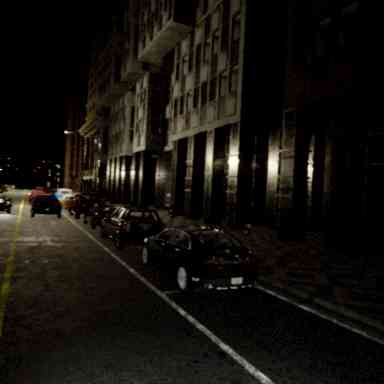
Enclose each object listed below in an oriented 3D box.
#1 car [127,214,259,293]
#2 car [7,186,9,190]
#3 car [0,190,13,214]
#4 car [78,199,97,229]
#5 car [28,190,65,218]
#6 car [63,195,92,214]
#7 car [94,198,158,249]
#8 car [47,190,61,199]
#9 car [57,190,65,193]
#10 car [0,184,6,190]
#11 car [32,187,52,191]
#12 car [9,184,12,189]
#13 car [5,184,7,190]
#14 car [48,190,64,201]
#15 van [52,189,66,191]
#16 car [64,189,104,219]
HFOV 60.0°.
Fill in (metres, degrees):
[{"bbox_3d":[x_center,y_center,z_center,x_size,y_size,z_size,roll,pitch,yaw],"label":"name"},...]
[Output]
[{"bbox_3d":[-0.030,1.546,8.820,2.008,1.369,4.403,3,0,-26],"label":"car"},{"bbox_3d":[-37.565,-0.449,65.182,1.887,1.381,4.507,3,0,-26],"label":"car"},{"bbox_3d":[-14.256,0.801,24.351,1.994,1.385,4.181,3,0,-26],"label":"car"},{"bbox_3d":[-5.019,1.311,18.849,1.802,1.307,4.206,3,0,-26],"label":"car"},{"bbox_3d":[-10.391,0.920,23.630,1.882,1.535,5.008,3,0,-26],"label":"car"},{"bbox_3d":[-10.006,1.046,28.879,1.802,1.307,4.206,3,0,-26],"label":"car"},{"bbox_3d":[-2.518,1.302,13.835,1.967,1.590,4.097,3,0,-26],"label":"car"},{"bbox_3d":[-22.474,0.388,53.953,1.802,1.307,4.206,3,0,-26],"label":"car"},{"bbox_3d":[-12.572,0.853,34.046,1.752,1.417,4.829,3,0,-26],"label":"car"},{"bbox_3d":[-32.578,-0.181,55.153,2.008,1.369,4.403,3,0,-26],"label":"car"},{"bbox_3d":[-16.894,0.575,36.682,1.882,1.535,5.008,3,0,-26],"label":"car"},{"bbox_3d":[-40.046,-0.808,70.197,2.192,1.841,5.009,3,0,-26],"label":"car"},{"bbox_3d":[-34.994,-0.333,60.015,1.752,1.417,4.829,3,0,-26],"label":"car"},{"bbox_3d":[-19.980,0.519,48.939,1.802,1.307,4.206,3,0,-26],"label":"car"},{"bbox_3d":[-14.980,0.542,38.909,1.690,1.788,3.998,3,0,-26],"label":"van"},{"bbox_3d":[-7.498,0.912,23.864,2.192,1.841,5.009,3,0,-26],"label":"car"}]
